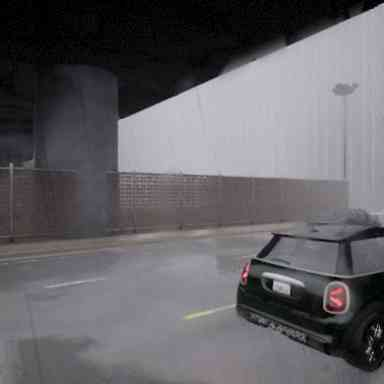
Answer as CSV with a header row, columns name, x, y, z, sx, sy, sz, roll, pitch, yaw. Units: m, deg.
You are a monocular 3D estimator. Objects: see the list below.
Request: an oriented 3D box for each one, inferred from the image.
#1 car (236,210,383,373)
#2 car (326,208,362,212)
name,x,y,z,sx,sy,sz,roll,pitch,yaw
car,2.994,1.369,5.898,4.553,1.767,2.097,0,0,-35
car,8.481,1.600,18.596,5.357,1.411,2.033,0,0,-35
